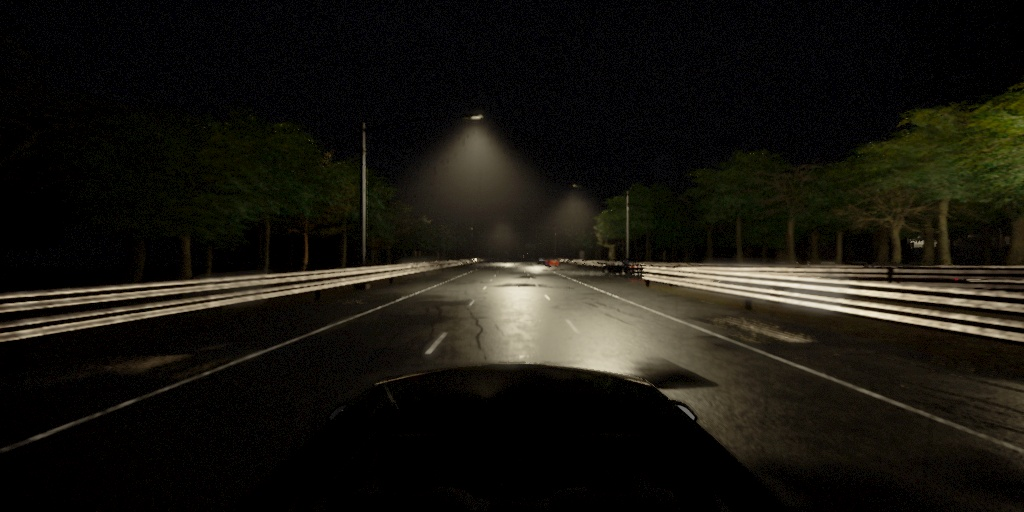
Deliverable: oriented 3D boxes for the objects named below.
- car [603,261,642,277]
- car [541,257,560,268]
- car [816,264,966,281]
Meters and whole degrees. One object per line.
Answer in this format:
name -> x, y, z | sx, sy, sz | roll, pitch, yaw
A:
car -> 11.244, 1.243, 36.801 | 2.128, 1.511, 4.902 | 0, 0, -18
car -> 7.003, 1.017, 63.032 | 2.097, 1.767, 4.553 | 0, 0, -4
car -> 18.807, 1.106, 18.129 | 2.033, 1.411, 5.357 | 0, -1, -30
